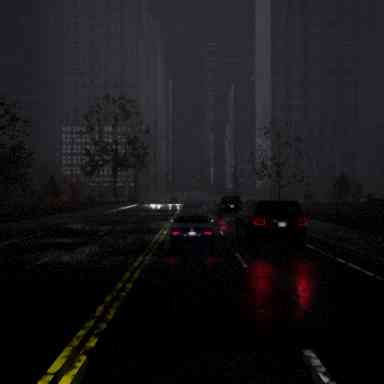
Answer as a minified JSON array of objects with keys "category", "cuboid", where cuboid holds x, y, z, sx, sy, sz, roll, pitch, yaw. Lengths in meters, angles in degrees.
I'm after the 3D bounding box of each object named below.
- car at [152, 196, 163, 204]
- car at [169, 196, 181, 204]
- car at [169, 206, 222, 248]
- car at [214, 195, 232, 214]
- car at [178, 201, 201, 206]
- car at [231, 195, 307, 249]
[{"category":"car","cuboid":[-6.477,1.479,62.656,2.128,1.511,4.902,0,0,0]},{"category":"car","cuboid":[-3.227,1.519,62.654,1.837,1.490,4.892,0,0,0]},{"category":"car","cuboid":[0.005,1.562,14.627,2.033,1.411,5.357,0,0,0]},{"category":"car","cuboid":[3.261,1.251,29.658,2.150,2.045,5.566,0,0,0]},{"category":"car","cuboid":[0.011,1.610,29.659,1.895,1.301,4.718,0,0,0]},{"category":"car","cuboid":[3.255,1.257,14.657,2.150,2.045,5.566,0,0,0]}]
